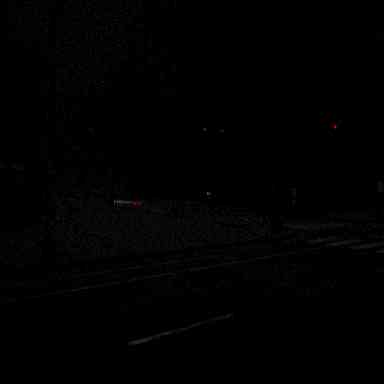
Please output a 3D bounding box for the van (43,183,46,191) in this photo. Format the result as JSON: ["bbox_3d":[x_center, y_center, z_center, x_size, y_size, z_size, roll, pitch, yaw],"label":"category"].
[{"bbox_3d":[-32.594,-1.027,72.987,1.690,1.788,3.998,2,1,-35],"label":"van"}]

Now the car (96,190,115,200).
[{"bbox_3d":[-12.535,0.399,49.116,1.895,1.301,4.718,-1,3,-35],"label":"car"}]

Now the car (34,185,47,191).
[{"bbox_3d":[-34.525,-0.911,75.693,2.008,1.369,4.403,2,1,-35],"label":"car"}]

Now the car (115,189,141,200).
[{"bbox_3d":[-9.173,0.370,49.248,1.837,1.490,4.892,-1,3,-35],"label":"car"}]
